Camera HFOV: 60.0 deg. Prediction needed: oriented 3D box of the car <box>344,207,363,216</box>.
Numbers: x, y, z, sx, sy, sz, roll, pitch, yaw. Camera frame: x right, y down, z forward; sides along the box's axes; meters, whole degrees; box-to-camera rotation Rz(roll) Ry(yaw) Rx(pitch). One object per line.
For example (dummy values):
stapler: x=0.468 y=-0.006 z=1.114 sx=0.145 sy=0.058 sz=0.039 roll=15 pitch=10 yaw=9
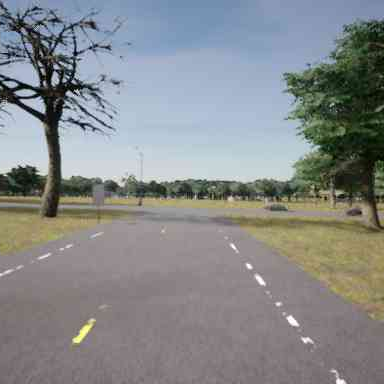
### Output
car: x=26.977 y=3.128 z=53.358 sx=4.674 sy=1.442 sz=1.812 roll=2 pitch=0 yaw=0

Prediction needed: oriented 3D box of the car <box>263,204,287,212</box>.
car: x=15.015 y=2.797 z=60.418 sx=4.181 sy=1.385 sz=1.994 roll=1 pitch=0 yaw=0
